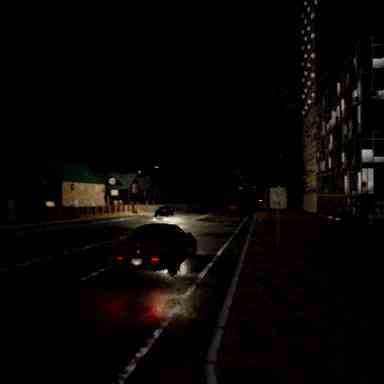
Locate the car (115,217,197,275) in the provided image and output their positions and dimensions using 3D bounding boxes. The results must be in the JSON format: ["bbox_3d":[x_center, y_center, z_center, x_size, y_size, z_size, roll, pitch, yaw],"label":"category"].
[{"bbox_3d":[-1.076,1.817,11.451,1.812,1.442,4.674,0,-2,11],"label":"car"}]

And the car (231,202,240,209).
[{"bbox_3d":[12.509,3.859,94.562,2.150,2.045,5.566,0,-2,11],"label":"car"}]

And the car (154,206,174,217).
[{"bbox_3d":[-3.880,2.760,46.588,1.837,1.490,4.892,0,-2,11],"label":"car"}]

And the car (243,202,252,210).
[{"bbox_3d":[14.692,4.091,88.976,1.994,1.385,4.181,0,-2,11],"label":"car"}]

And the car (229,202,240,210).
[{"bbox_3d":[10.428,3.866,84.316,1.882,1.535,5.008,0,-2,11],"label":"car"}]
